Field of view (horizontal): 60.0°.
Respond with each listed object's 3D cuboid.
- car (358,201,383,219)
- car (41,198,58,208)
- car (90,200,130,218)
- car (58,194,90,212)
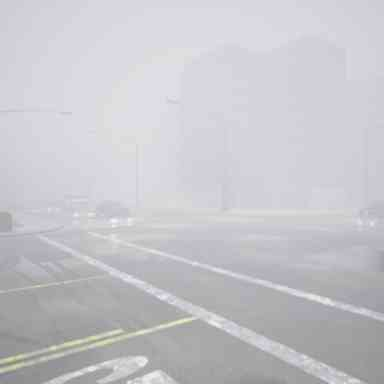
[{"bbox_3d":[16.786,1.599,29.884,4.902,1.511,2.128,1,-1,-38],"label":"car"},{"bbox_3d":[-20.748,1.561,48.859,1.994,1.385,4.181,0,0,-37],"label":"car"},{"bbox_3d":[-7.398,1.502,30.667,1.837,1.490,4.892,0,0,-36],"label":"car"},{"bbox_3d":[-13.596,1.219,39.109,2.150,2.045,5.566,0,0,-36],"label":"car"}]
